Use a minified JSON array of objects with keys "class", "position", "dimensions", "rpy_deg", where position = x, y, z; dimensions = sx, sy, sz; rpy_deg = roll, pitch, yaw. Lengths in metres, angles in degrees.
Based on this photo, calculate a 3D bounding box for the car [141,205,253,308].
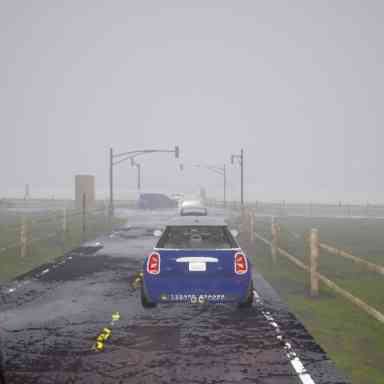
[{"class":"car","position":[0.096,1.353,8.068],"dimensions":[2.097,1.767,4.553],"rpy_deg":[0,0,0]}]

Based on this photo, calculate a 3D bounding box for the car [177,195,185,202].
[{"class":"car","position":[-2.700,1.549,80.242],"dimensions":[1.812,1.442,4.674],"rpy_deg":[0,0,0]}]

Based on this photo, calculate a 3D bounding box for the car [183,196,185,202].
[{"class":"car","position":[-2.838,1.237,59.878],"dimensions":[2.150,2.045,5.566],"rpy_deg":[0,0,0]}]

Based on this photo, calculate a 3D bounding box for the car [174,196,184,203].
[{"class":"car","position":[-2.733,1.615,69.899],"dimensions":[1.895,1.301,4.718],"rpy_deg":[0,0,0]}]

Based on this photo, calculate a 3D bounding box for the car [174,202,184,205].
[{"class":"car","position":[0.091,1.507,17.234],"dimensions":[1.837,1.490,4.892],"rpy_deg":[0,0,0]}]

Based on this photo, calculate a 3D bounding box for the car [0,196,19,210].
[{"class":"car","position":[-21.552,1.102,36.349],"dimensions":[5.008,1.535,1.882],"rpy_deg":[1,0,0]}]

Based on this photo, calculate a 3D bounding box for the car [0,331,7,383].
[{"class":"car","position":[-2.852,1.352,1.322],"dimensions":[2.097,1.767,4.553],"rpy_deg":[0,0,0]}]

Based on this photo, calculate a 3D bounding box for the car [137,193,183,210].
[{"class":"car","position":[-4.195,1.185,41.077],"dimensions":[2.150,2.045,5.566],"rpy_deg":[2,0,43]}]
